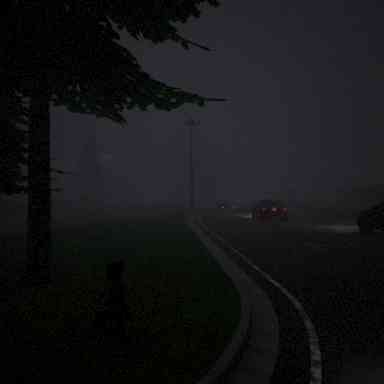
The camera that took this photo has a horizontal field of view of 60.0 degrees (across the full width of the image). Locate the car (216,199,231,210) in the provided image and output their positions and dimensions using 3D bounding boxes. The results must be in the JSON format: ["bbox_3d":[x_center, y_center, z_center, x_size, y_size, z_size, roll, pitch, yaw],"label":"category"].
[{"bbox_3d":[4.094,1.601,43.122,1.895,1.301,4.718,0,0,7],"label":"car"}]

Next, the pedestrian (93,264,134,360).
[{"bbox_3d":[-0.931,1.144,4.175,0.375,1.860,0.375,0,0,30],"label":"pedestrian"}]

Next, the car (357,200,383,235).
[{"bbox_3d":[10.286,1.221,15.870,2.150,2.045,5.566,0,0,-5],"label":"car"}]

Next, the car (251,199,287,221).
[{"bbox_3d":[6.200,1.351,27.123,2.097,1.767,4.553,0,0,0],"label":"car"}]
